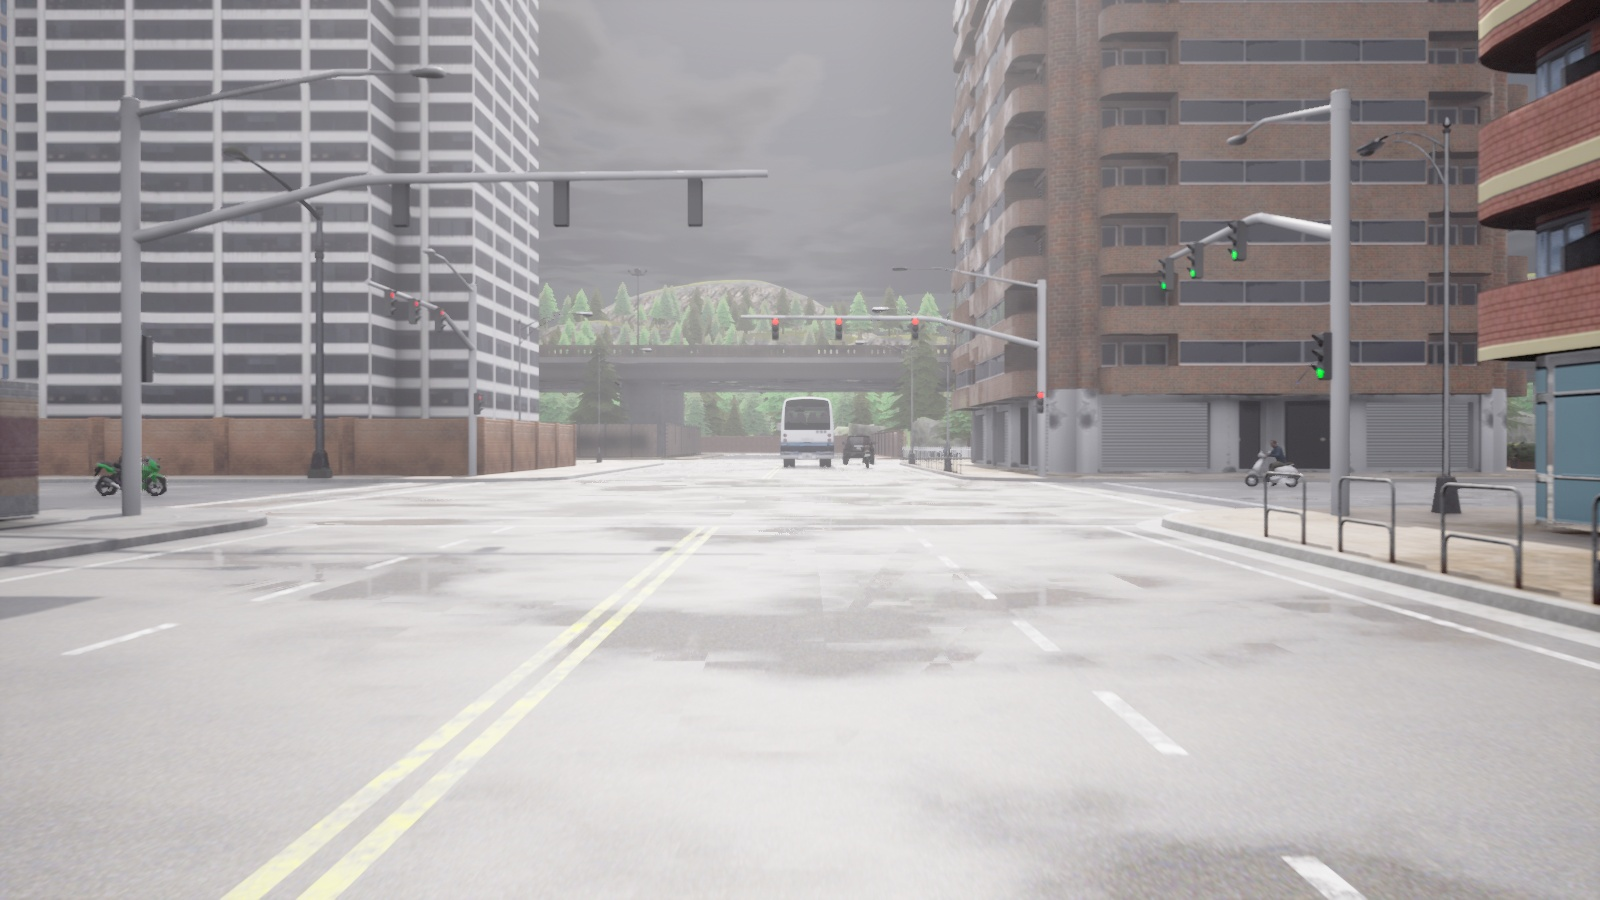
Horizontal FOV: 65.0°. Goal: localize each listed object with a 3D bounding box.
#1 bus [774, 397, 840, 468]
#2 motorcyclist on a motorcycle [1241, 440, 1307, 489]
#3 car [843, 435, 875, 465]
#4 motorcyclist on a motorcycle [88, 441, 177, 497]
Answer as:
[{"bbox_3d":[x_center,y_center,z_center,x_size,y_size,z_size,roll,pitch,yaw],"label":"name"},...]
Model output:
[{"bbox_3d":[0.465,-1.081,80.162,3.944,4.253,10.273,0,0,0],"label":"bus"},{"bbox_3d":[15.667,0.478,41.534,1.817,1.590,0.866,1,0,1],"label":"motorcyclist on a motorcycle"},{"bbox_3d":[4.143,-0.026,87.786,2.150,2.045,5.566,0,0,4],"label":"car"},{"bbox_3d":[-18.540,0.517,34.909,2.044,1.523,0.797,0,0,1],"label":"motorcyclist on a motorcycle"}]
